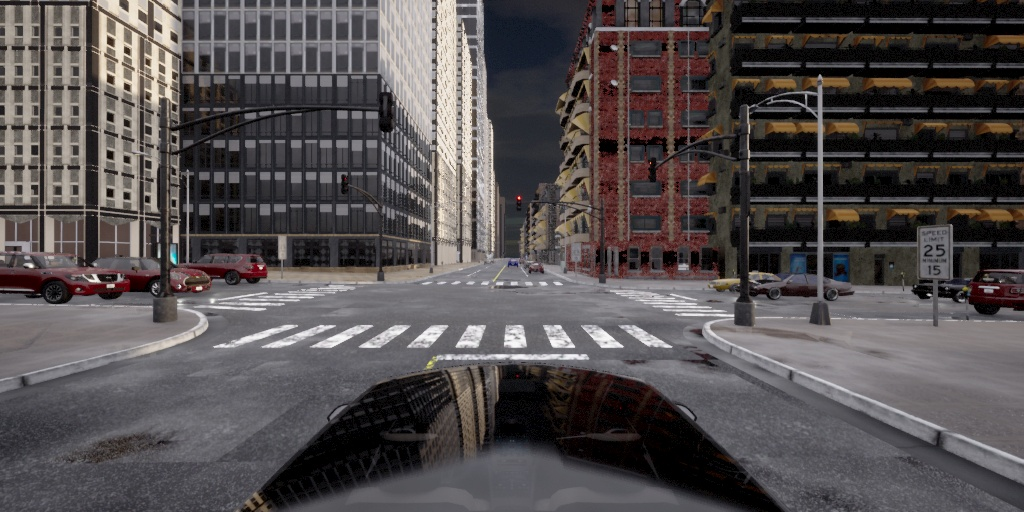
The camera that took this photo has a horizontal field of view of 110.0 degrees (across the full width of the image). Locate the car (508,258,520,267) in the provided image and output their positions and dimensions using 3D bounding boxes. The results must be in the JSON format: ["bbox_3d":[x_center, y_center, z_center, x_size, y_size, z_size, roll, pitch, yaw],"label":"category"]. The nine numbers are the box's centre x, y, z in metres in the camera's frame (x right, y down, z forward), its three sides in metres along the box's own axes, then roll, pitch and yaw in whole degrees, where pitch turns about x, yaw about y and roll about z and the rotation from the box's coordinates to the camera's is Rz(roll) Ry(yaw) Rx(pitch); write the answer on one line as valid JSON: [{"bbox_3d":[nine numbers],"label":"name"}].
[{"bbox_3d":[0.180,1.251,65.086,1.882,1.535,5.008,0,0,0],"label":"car"}]

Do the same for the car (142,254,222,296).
[{"bbox_3d":[-16.271,0.825,16.035,4.553,1.767,2.097,1,0,-2],"label":"car"}]

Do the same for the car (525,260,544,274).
[{"bbox_3d":[2.791,1.341,41.734,1.802,1.307,4.207,0,0,0],"label":"car"}]

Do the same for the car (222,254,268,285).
[{"bbox_3d":[-17.684,0.776,21.780,5.009,1.841,2.192,0,0,0],"label":"car"}]

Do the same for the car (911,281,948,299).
[{"bbox_3d":[24.886,1.839,19.507,4.718,1.301,1.895,1,0,-1],"label":"car"}]

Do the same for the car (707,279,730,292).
[{"bbox_3d":[14.656,1.587,22.022,4.829,1.417,1.751,0,0,0],"label":"car"}]

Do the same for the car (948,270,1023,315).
[{"bbox_3d":[20.614,1.461,13.718,5.009,1.841,2.192,0,0,0],"label":"car"}]

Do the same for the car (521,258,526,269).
[{"bbox_3d":[2.757,1.317,54.651,2.007,1.370,4.403,0,0,0],"label":"car"}]

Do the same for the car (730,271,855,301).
[{"bbox_3d":[15.256,1.610,19.435,5.357,1.411,2.033,1,0,0],"label":"car"}]

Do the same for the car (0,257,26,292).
[{"bbox_3d":[-25.385,0.781,15.930,5.008,1.535,1.882,1,0,0],"label":"car"}]

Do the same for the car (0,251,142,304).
[{"bbox_3d":[-17.560,0.757,13.401,5.009,1.841,2.192,0,0,0],"label":"car"}]
